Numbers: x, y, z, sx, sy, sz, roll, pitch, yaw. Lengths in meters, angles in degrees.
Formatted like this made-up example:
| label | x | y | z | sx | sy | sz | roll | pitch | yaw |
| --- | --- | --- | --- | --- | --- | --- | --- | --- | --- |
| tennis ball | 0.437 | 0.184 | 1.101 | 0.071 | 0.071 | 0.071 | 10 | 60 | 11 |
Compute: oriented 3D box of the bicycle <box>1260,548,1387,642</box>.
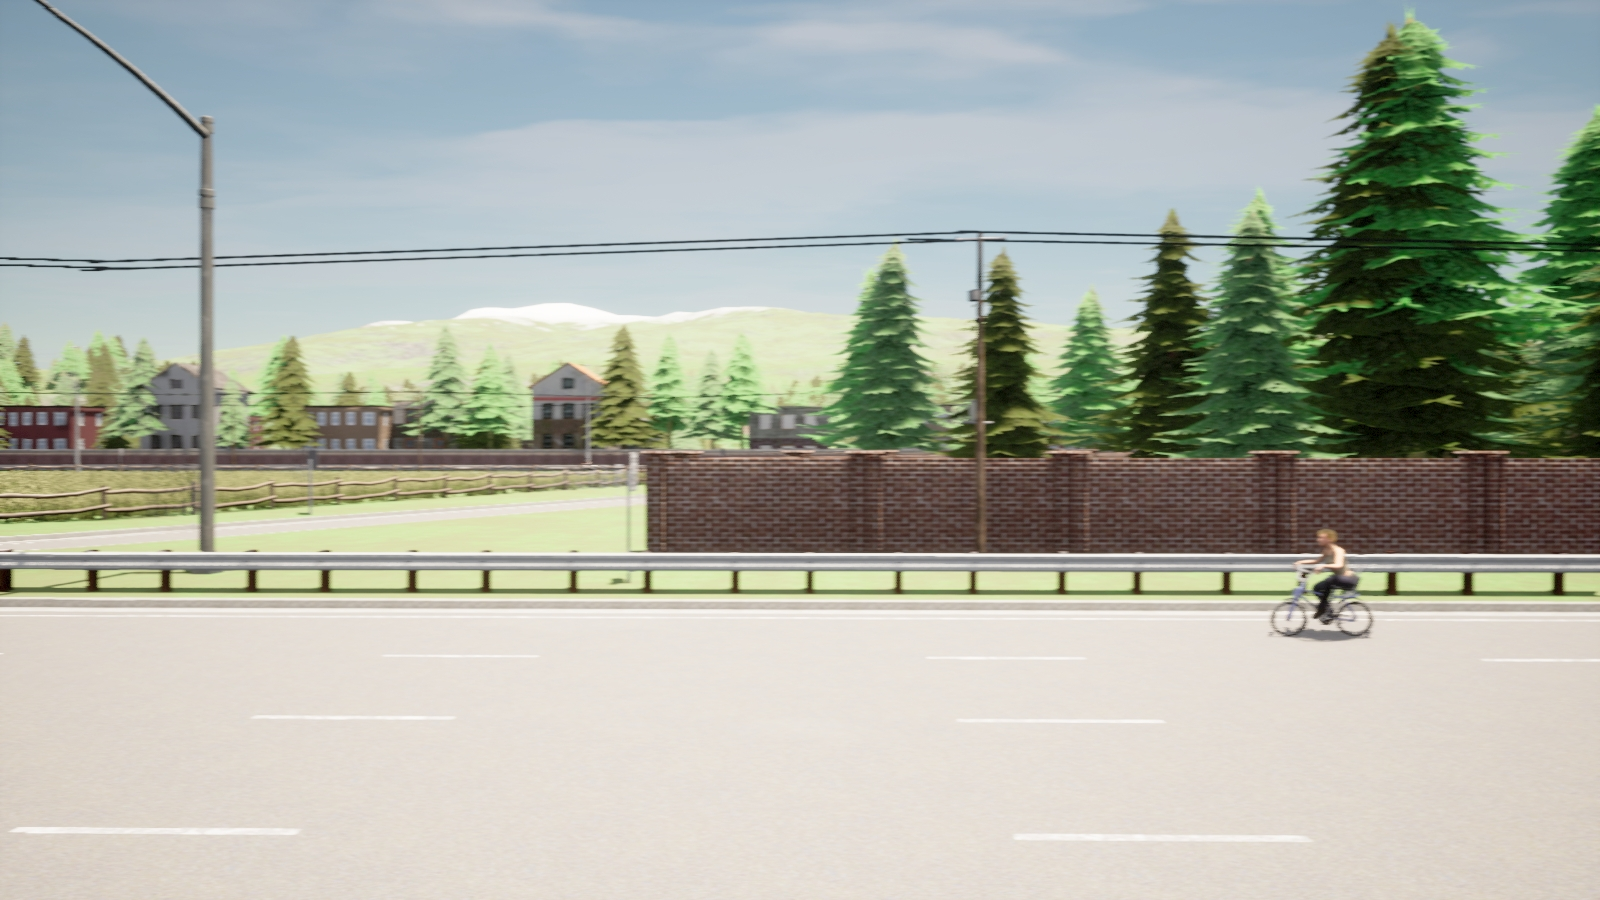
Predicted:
| label | x | y | z | sx | sy | sz | roll | pitch | yaw |
| --- | --- | --- | --- | --- | --- | --- | --- | --- | --- |
| bicycle | 7.690 | 2.121 | 16.840 | 1.487 | 1.276 | 0.859 | 0 | 0 | 1 |
